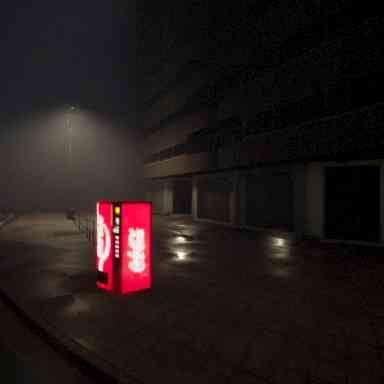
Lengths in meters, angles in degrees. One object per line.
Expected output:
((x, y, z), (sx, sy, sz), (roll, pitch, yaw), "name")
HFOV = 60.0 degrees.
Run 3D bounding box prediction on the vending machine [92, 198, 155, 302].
((-1.535, 1.195, 7.476), (1.100, 2.100, 0.880), (0, 0, -41), "vending machine")
